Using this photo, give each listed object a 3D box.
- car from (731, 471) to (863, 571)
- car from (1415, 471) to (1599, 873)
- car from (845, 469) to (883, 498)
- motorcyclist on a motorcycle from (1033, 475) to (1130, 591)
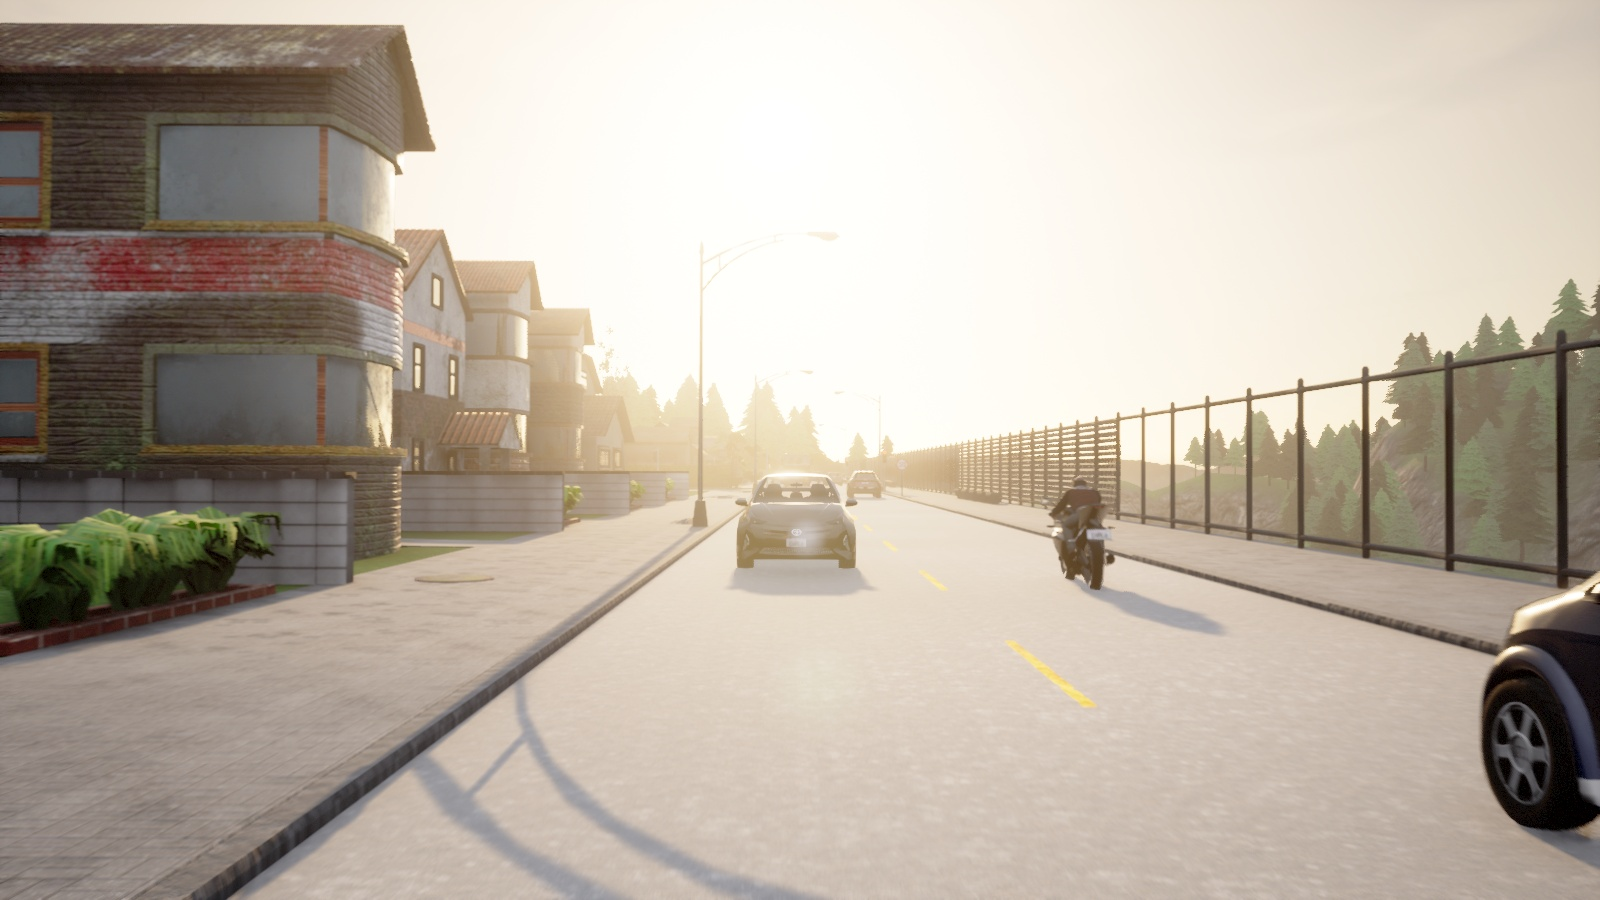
[{"bbox_3d":[-0.052,1.121,21.490,2.007,1.525,4.514,0,-1,0],"label":"car"},{"bbox_3d":[3.989,0.852,4.438,1.789,1.549,3.705,0,-1,0],"label":"car"},{"bbox_3d":[3.816,1.995,75.568,2.033,1.649,4.856,0,-1,0],"label":"car"},{"bbox_3d":[3.957,1.132,17.821,0.866,1.530,2.191,0,-1,0],"label":"motorcyclist on a motorcycle"}]
